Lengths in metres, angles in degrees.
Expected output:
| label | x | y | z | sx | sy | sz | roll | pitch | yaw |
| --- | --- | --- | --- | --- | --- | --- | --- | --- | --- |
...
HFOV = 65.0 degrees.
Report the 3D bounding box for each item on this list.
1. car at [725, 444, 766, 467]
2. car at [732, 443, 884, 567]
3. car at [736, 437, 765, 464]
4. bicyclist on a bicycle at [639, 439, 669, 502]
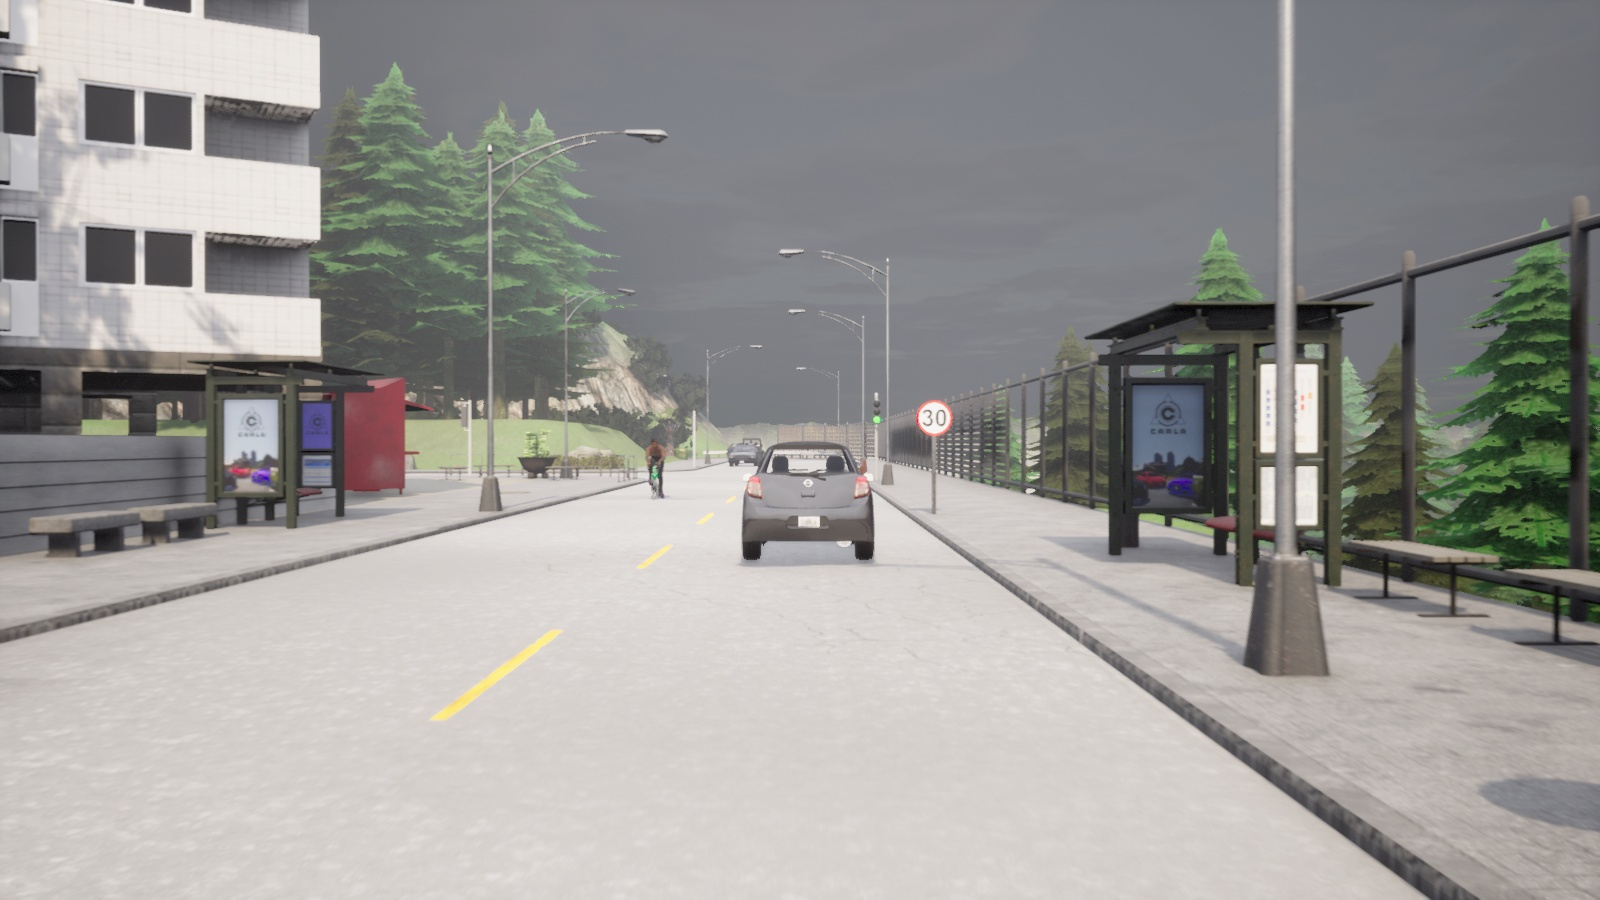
| label | x | y | z | sx | sy | sz | roll | pitch | yaw |
| --- | --- | --- | --- | --- | --- | --- | --- | --- | --- |
| car | -3.455 | 0.337 | 80.611 | 2.033 | 1.411 | 5.357 | 0 | 0 | 3 |
| car | 0.106 | 0.664 | 17.061 | 1.845 | 1.501 | 3.633 | 0 | 0 | 0 |
| car | -3.512 | 0.033 | 90.078 | 1.905 | 1.878 | 3.866 | 0 | 0 | 0 |
| bicyclist on a bicycle | -3.813 | 0.510 | 32.952 | 0.582 | 1.620 | 1.656 | 0 | 1 | 0 |
